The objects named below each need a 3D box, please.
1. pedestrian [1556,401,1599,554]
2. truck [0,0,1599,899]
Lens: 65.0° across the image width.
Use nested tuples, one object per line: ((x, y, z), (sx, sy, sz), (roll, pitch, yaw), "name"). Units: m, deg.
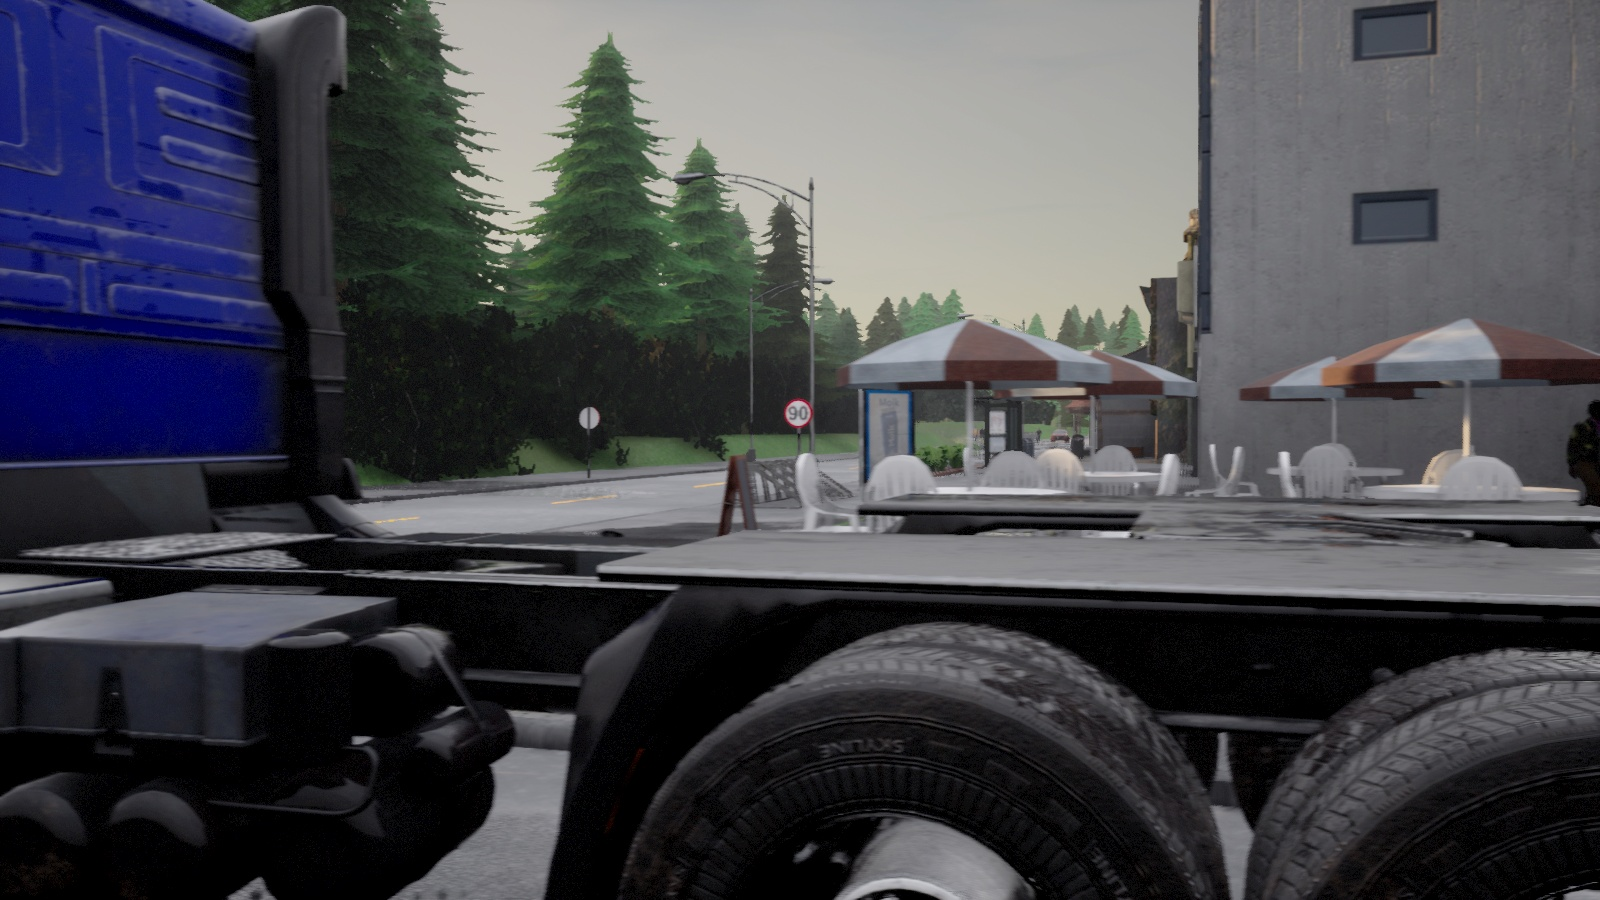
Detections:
((10.200, 0.339, 16.220), (0.395, 1.930, 0.692), (0, 1, -4), "pedestrian")
((-0.937, -0.221, 3.968), (7.936, 3.462, 2.891), (1, 1, 18), "truck")
